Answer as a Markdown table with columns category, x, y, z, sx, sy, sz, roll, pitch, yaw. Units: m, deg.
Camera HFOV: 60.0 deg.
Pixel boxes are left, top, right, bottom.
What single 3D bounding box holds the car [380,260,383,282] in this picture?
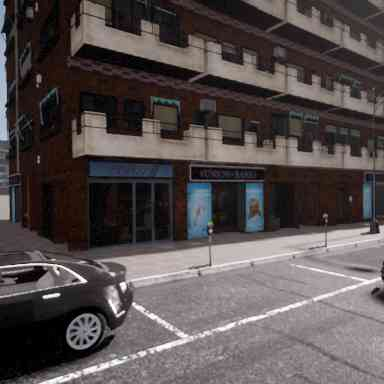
| category | x | y | z | sx | sy | sz | roll | pitch | yaw |
| --- | --- | --- | --- | --- | --- | --- | --- | --- | --- |
| car | 6.463 | 1.530 | 8.075 | 4.674 | 1.442 | 1.812 | 0 | 0 | -35 |

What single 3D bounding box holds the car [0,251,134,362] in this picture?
| category | x | y | z | sx | sy | sz | roll | pitch | yaw |
| --- | --- | --- | --- | --- | --- | --- | --- | --- | --- |
| car | -2.957 | 1.551 | 4.459 | 4.403 | 1.369 | 2.008 | 0 | -1 | -36 |
